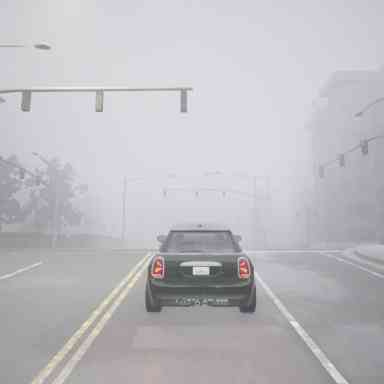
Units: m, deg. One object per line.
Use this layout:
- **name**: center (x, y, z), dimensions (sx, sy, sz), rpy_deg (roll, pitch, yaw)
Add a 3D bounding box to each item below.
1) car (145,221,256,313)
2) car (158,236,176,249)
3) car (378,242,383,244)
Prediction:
- **car**: center (0.180, 1.489, 8.147), dimensions (2.097, 1.767, 4.553), rpy_deg (0, -1, 0)
- **car**: center (-3.073, 6.382, 41.567), dimensions (1.837, 1.490, 4.892), rpy_deg (0, -10, 1)
- **car**: center (17.229, 4.286, 26.184), dimensions (4.892, 1.490, 1.837), rpy_deg (5, -10, 1)
